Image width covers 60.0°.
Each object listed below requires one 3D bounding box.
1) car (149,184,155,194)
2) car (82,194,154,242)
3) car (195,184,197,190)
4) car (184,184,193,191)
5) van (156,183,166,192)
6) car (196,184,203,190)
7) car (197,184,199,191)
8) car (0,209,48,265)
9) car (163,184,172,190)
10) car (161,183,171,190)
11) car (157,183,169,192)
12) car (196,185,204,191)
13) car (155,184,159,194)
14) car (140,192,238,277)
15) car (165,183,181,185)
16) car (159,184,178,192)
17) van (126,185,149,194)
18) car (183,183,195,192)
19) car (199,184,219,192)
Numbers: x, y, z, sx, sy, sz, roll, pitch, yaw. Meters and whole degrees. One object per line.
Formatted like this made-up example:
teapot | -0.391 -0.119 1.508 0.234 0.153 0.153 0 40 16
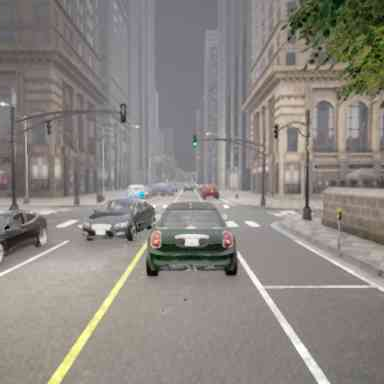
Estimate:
car | -6.186 0.066 42.047 1.967 1.590 4.097 0 2 -1
car | -2.824 1.037 13.701 2.128 1.511 4.902 0 2 7
car | 2.119 -0.528 63.896 2.008 1.369 4.403 0 2 -1
car | -0.784 -1.109 77.668 1.882 1.535 5.008 0 2 -1
van | -6.461 -0.897 69.235 1.690 1.788 3.998 0 2 -1
car | 1.898 -1.223 85.646 1.887 1.381 4.507 0 2 -1
car | 2.284 -0.247 47.575 2.192 1.841 5.009 0 2 -1
car | -5.860 1.237 9.971 1.947 1.339 4.313 0 2 -1
car | -6.682 -1.484 90.991 1.967 1.590 4.097 0 2 -1
car | -6.626 -1.440 85.549 2.192 1.841 5.009 0 2 -1
car | -6.516 -1.095 74.673 2.192 1.841 5.009 0 2 -1
car | 1.954 -1.014 80.210 1.802 1.307 4.206 0 2 -1
car | -6.241 -0.003 47.488 1.887 1.381 4.507 0 2 -1
car | -0.013 1.036 9.368 2.097 1.767 4.553 0 2 0
car | -3.674 -0.629 64.982 1.882 1.535 5.008 0 2 0
car | -3.562 -0.046 48.817 2.033 1.411 5.357 0 2 0
van | -6.130 0.141 36.606 1.690 1.788 3.998 0 2 -1
car | -0.683 -0.842 67.639 2.097 1.767 4.553 0 2 -1
car | 2.339 -0.073 42.138 2.192 1.841 5.009 0 2 -1
